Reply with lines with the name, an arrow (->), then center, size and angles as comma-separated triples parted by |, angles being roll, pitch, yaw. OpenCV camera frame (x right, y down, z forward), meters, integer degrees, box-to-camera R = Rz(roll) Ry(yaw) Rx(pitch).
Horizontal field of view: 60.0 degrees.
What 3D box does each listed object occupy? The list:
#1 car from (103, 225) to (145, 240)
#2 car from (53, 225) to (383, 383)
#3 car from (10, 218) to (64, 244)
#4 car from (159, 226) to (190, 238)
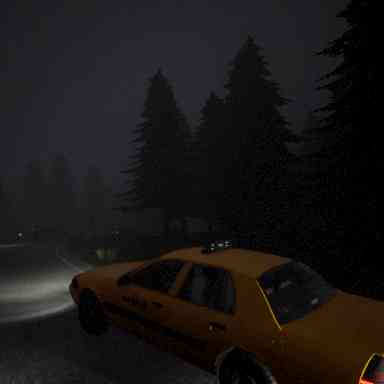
car -> -7.442, 4.510, 36.950 | 2.033, 1.411, 5.357 | -4, -8, 20
car -> 0.143, 1.440, 4.734 | 5.366, 1.575, 1.801 | 0, 1, 43
car -> -12.753, 3.223, 28.102 | 2.150, 2.045, 5.566 | -4, -7, 7
car -> -2.326, 5.543, 46.260 | 1.882, 1.535, 5.008 | -5, -8, 30
